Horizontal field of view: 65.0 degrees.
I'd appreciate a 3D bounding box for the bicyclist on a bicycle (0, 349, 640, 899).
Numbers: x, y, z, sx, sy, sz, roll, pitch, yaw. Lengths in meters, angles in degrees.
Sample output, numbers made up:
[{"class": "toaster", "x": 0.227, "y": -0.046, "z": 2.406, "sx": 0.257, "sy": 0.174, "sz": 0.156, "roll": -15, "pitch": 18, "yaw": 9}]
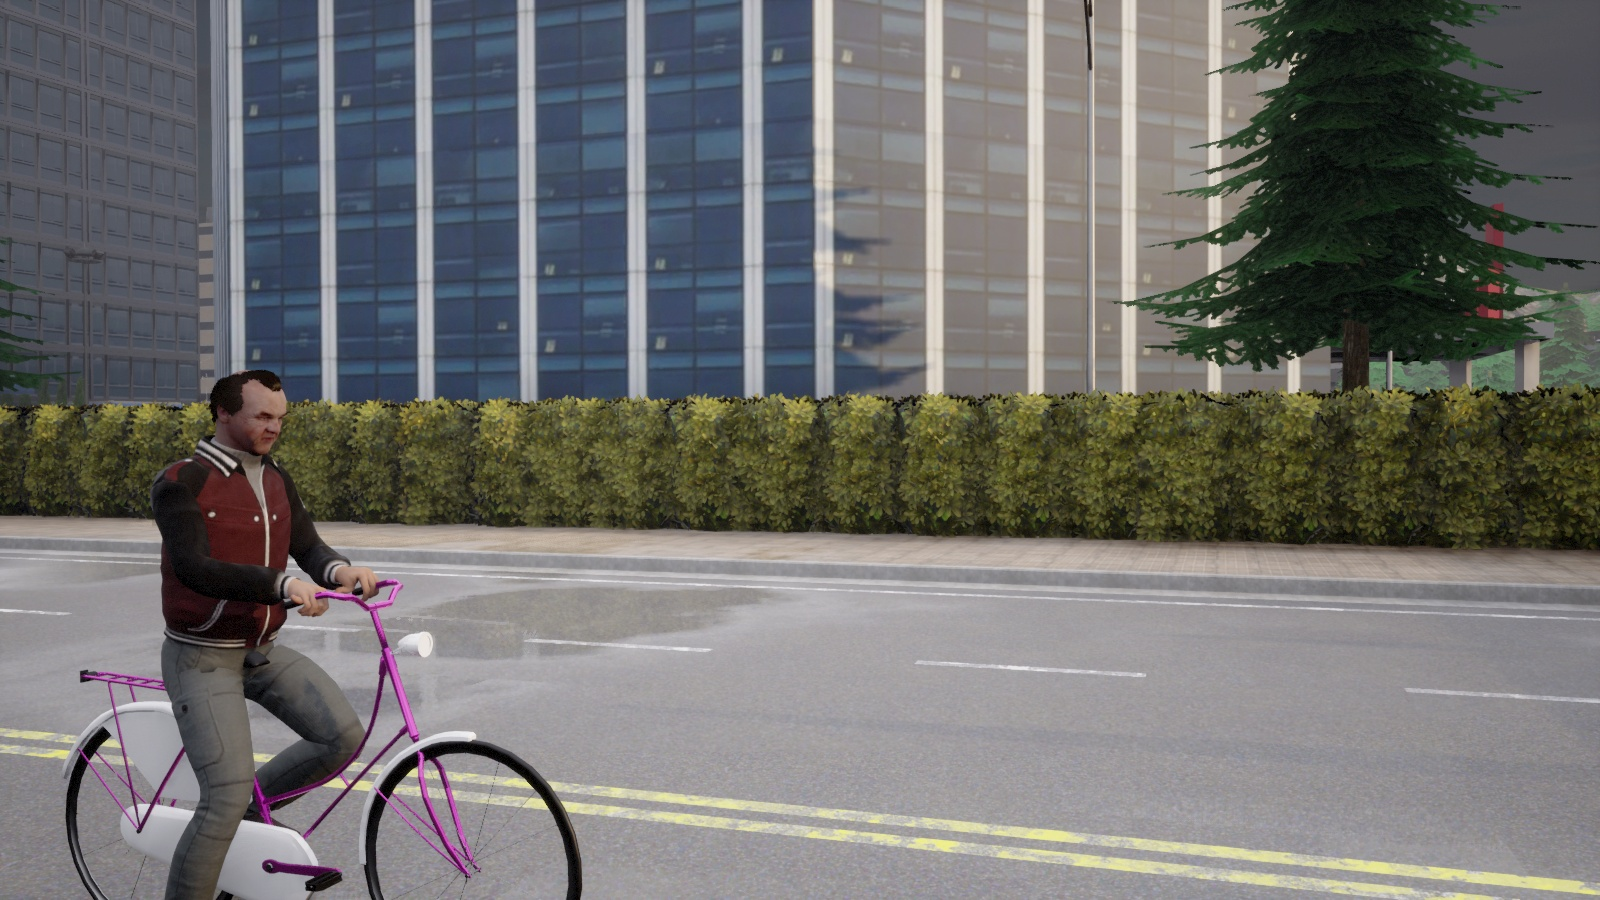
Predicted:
[{"class": "bicyclist on a bicycle", "x": -1.451, "y": 0.633, "z": 3.680, "sx": 1.843, "sy": 1.776, "sz": 0.659, "roll": 0, "pitch": 1, "yaw": 19}]
